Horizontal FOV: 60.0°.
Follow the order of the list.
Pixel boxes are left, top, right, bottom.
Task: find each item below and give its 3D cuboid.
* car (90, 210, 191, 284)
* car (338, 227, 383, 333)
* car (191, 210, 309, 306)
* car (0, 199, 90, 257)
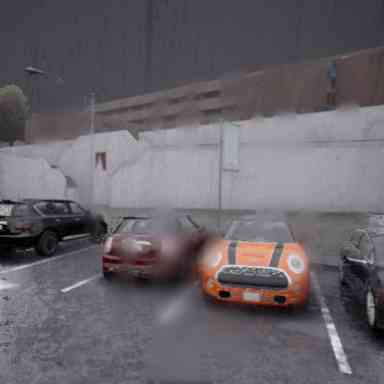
[{"bbox_3d":[-0.767,1.390,9.994,2.185,1.767,4.553,0,-1,15],"label":"car"},{"bbox_3d":[4.136,1.490,6.542,2.231,1.521,4.892,0,-1,15],"label":"car"},{"bbox_3d":[1.700,1.376,8.311,2.185,1.767,4.553,0,-1,15],"label":"car"},{"bbox_3d":[-5.641,1.302,13.540,2.435,2.045,5.566,0,-1,16],"label":"car"}]
